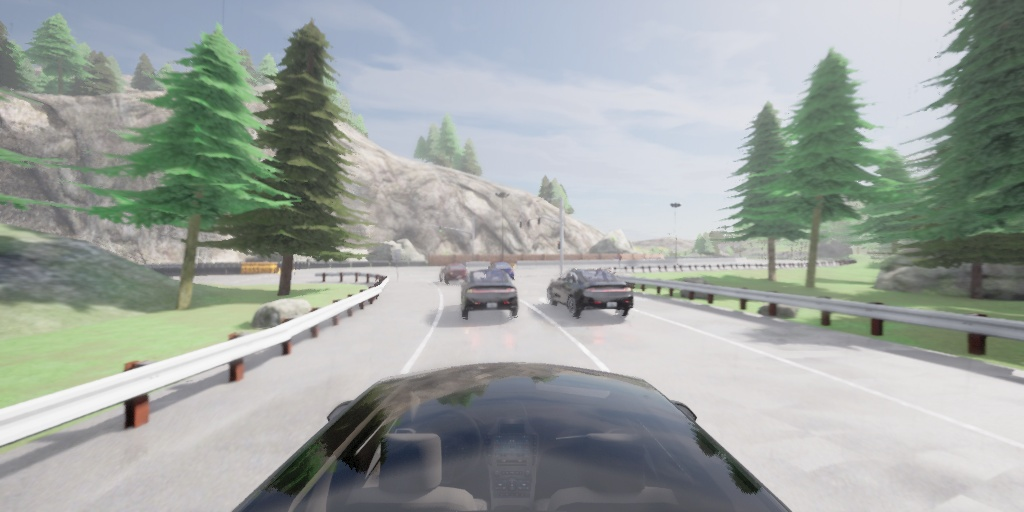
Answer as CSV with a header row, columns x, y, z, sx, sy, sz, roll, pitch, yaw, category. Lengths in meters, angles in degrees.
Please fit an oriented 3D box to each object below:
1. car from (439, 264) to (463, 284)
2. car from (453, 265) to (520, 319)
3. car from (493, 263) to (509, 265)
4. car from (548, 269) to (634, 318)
x,y,z,sx,sy,sz,roll,pitch,yaw,category
-4.356,1.312,27.179,1.812,1.442,4.674,0,0,-19,car
-0.920,1.250,12.976,2.128,1.511,4.902,0,0,-8,car
-0.953,1.289,29.964,1.812,1.442,4.674,-1,0,-11,car
2.616,1.224,12.941,2.128,1.511,4.902,0,0,-8,car
